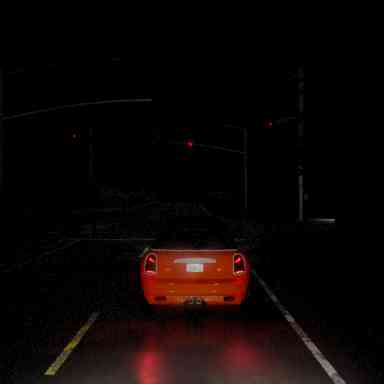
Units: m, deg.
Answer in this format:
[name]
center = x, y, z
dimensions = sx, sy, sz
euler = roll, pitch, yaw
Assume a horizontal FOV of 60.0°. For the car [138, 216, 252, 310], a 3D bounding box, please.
[car]
center = 0.058, 1.352, 7.985
dimensions = 2.097, 1.767, 4.553
euler = 0, 0, 0
